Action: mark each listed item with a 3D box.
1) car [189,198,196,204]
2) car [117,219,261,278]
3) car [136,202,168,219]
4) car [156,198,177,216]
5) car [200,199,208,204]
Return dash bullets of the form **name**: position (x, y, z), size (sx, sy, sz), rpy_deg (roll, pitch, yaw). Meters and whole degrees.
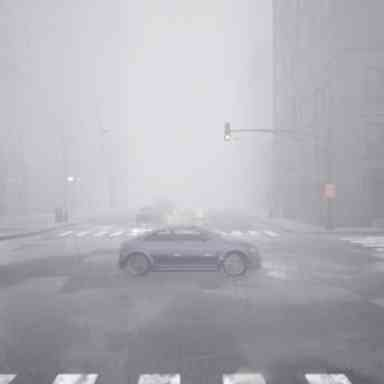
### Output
- **car**: position (0.152, 2.742, 93.032), size (1.812, 1.442, 4.674), rpy_deg (0, -1, 0)
- **car**: position (-0.086, 1.661, 9.990), size (4.181, 1.385, 1.994), rpy_deg (0, 0, 0)
- **car**: position (-3.302, 1.812, 26.880), size (1.882, 1.535, 5.008), rpy_deg (0, -1, 0)
- **car**: position (-3.293, 1.712, 39.189), size (2.150, 2.045, 5.566), rpy_deg (0, -1, 0)
- **car**: position (3.402, 2.742, 93.027), size (1.812, 1.442, 4.674), rpy_deg (0, -1, 0)
